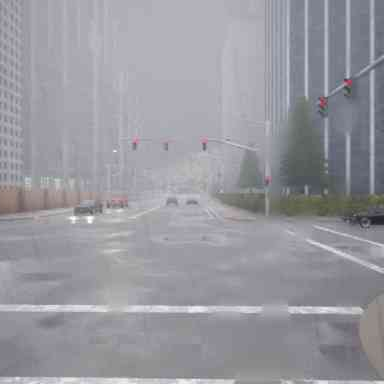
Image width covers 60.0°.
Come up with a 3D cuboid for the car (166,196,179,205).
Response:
[{"bbox_3d":[-3.443,1.505,58.385,1.837,1.490,4.892,0,0,0],"label":"car"}]

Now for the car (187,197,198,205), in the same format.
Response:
[{"bbox_3d":[0.057,1.601,58.411,1.895,1.301,4.718,0,0,0],"label":"car"}]

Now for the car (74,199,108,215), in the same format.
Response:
[{"bbox_3d":[-10.565,1.478,34.319,1.882,1.535,5.008,0,0,0],"label":"car"}]

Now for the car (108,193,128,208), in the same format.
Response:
[{"bbox_3d":[-10.537,1.223,47.156,2.150,2.045,5.566,0,0,0],"label":"car"}]

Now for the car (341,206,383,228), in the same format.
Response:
[{"bbox_3d":[12.151,1.545,21.203,4.718,1.301,1.895,0,0,0],"label":"car"}]
